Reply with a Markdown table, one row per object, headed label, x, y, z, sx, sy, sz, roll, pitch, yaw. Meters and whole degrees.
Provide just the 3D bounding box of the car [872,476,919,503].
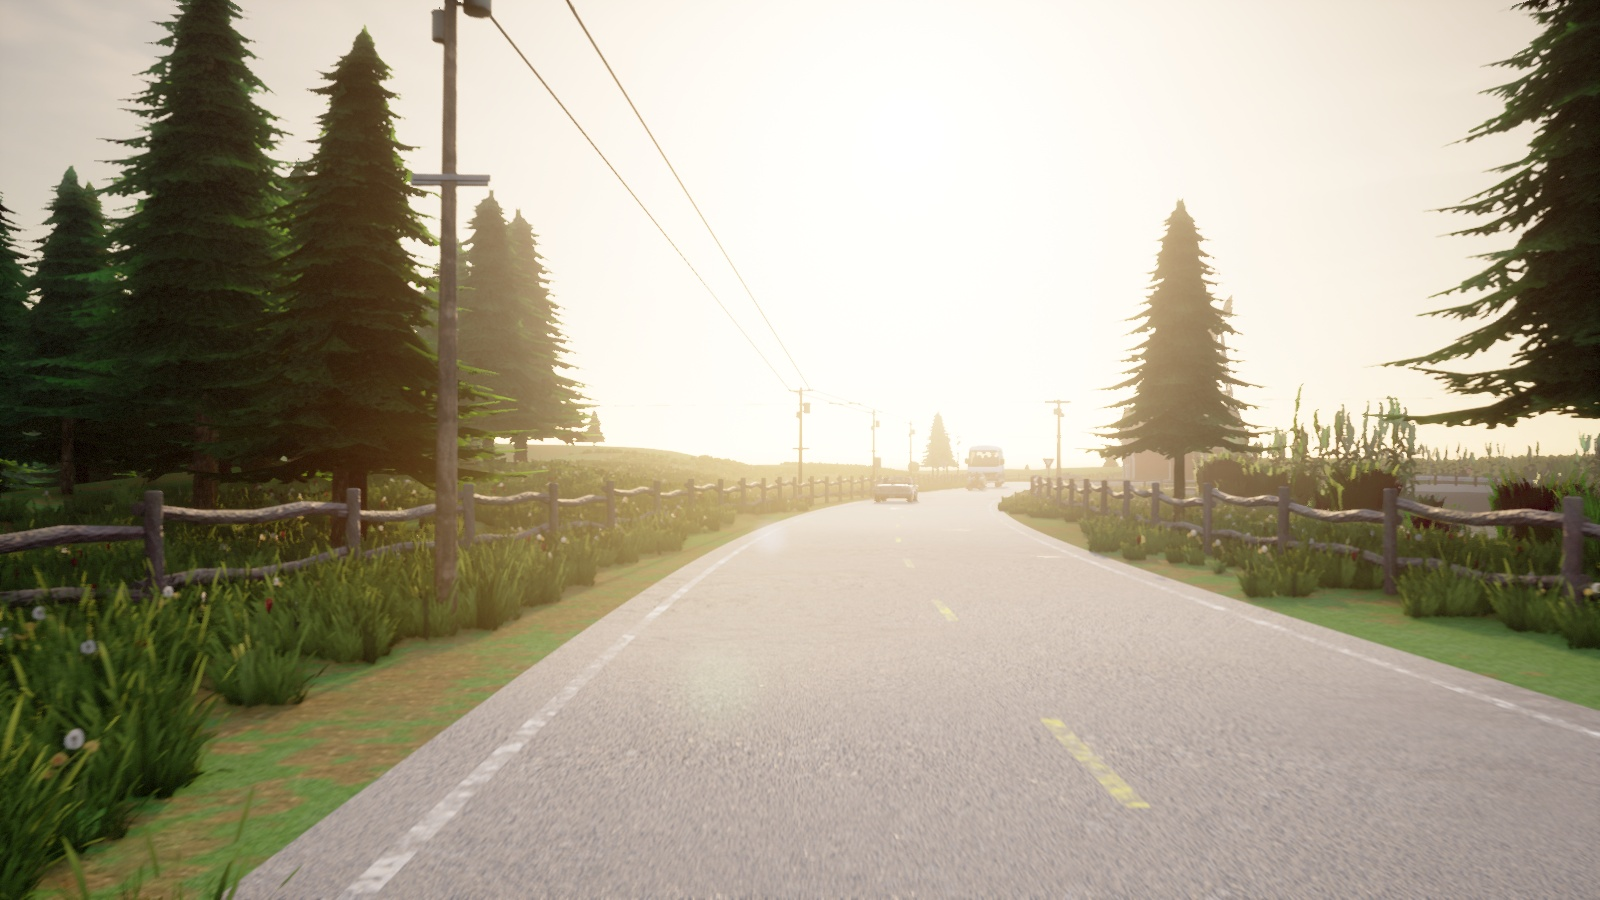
| label | x | y | z | sx | sy | sz | roll | pitch | yaw |
| --- | --- | --- | --- | --- | --- | --- | --- | --- | --- |
| car | 4.911 | 1.963 | 63.806 | 1.895 | 1.301 | 4.718 | 0 | -1 | 10 |
